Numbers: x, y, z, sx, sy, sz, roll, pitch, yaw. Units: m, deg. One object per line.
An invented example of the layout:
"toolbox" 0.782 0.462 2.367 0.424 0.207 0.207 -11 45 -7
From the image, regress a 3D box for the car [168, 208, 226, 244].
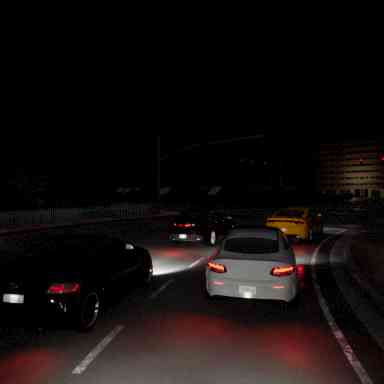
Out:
"car" 0.603 1.505 15.386 1.837 1.490 4.892 0 0 23

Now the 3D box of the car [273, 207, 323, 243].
"car" 5.202 1.478 16.490 1.882 1.535 5.008 0 0 30

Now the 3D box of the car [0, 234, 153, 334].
"car" -2.271 1.564 6.949 1.994 1.385 4.181 0 0 11

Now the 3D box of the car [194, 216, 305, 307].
"car" 1.521 1.526 7.979 1.812 1.442 4.674 0 0 14
